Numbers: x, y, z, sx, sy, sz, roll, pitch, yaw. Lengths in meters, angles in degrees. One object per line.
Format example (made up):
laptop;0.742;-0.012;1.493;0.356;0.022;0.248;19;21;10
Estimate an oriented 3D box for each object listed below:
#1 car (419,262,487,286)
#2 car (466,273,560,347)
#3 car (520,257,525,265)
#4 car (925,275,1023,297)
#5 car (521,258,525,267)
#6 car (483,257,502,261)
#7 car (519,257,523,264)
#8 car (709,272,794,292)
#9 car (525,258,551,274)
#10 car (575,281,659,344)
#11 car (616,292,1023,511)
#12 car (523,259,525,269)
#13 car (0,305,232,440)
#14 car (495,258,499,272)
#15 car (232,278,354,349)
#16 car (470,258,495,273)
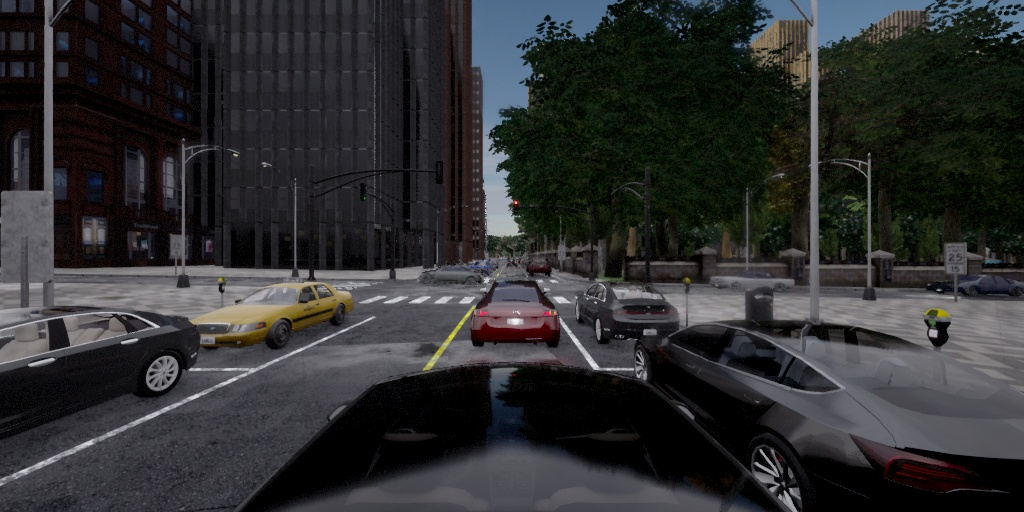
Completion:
car;-4.052;1.272;24.062;4.181;1.385;1.994;1;0;0
car;0.081;1.314;9.356;1.994;1.385;4.181;0;0;0
car;2.767;1.337;57.851;2.007;1.370;4.403;0;0;0
car;31.550;1.972;24.249;5.357;1.411;2.033;1;0;0
car;2.766;1.331;52.394;2.007;1.370;4.403;0;0;0
car;-3.080;1.277;56.642;2.128;1.511;4.902;0;0;0
car;2.767;1.233;63.307;1.967;1.591;4.097;0;0;0
car;16.017;1.704;24.171;4.718;1.301;1.895;1;0;0
car;2.765;1.077;36.025;2.192;1.841;5.009;0;0;0
car;2.763;1.301;9.361;2.007;1.370;4.403;0;0;0
car;2.763;1.316;3.848;1.948;1.339;4.313;0;0;0
car;2.766;1.340;46.938;1.948;1.339;4.313;0;0;0
car;-5.762;1.300;3.840;2.007;1.370;4.403;0;0;0
car;-3.088;1.338;46.597;1.994;1.385;4.181;0;0;0
car;-5.762;1.276;9.182;1.751;1.417;4.829;0;0;0
car;-3.089;1.240;36.632;1.882;1.535;5.008;0;0;0
